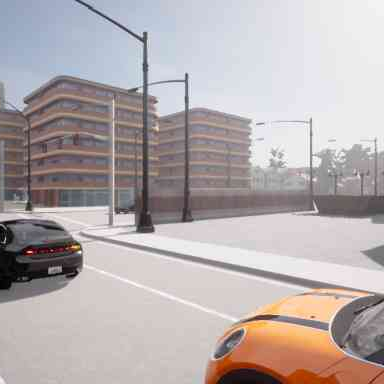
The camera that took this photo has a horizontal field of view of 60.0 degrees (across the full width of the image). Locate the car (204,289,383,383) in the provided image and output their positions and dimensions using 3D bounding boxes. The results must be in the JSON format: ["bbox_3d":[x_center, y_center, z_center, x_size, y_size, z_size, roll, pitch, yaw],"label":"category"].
[{"bbox_3d":[2.264,1.352,2.345,4.553,1.767,2.097,0,0,40],"label":"car"}]

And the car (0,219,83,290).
[{"bbox_3d":[-4.726,1.505,9.238,1.837,1.490,4.892,0,0,-43],"label":"car"}]

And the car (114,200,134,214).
[{"bbox_3d":[-5.997,1.547,35.292,5.357,1.411,2.033,0,0,-44],"label":"car"}]
